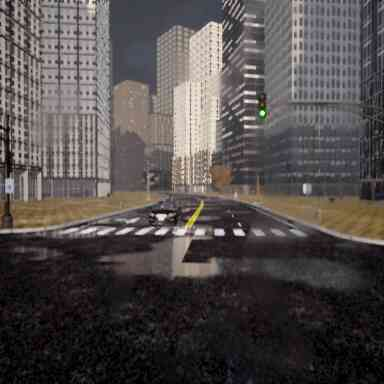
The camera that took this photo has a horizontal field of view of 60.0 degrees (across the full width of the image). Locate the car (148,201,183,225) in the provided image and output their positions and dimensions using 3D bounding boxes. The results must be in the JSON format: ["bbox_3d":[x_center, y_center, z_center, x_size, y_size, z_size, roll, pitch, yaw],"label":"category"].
[{"bbox_3d":[-1.724,1.356,22.721,2.128,1.511,4.902,0,0,3],"label":"car"}]
